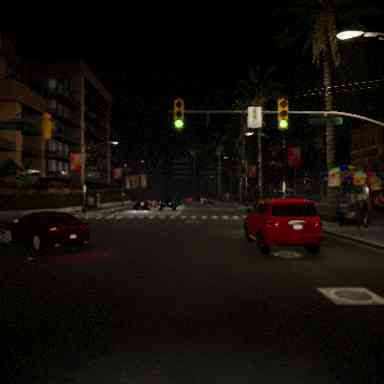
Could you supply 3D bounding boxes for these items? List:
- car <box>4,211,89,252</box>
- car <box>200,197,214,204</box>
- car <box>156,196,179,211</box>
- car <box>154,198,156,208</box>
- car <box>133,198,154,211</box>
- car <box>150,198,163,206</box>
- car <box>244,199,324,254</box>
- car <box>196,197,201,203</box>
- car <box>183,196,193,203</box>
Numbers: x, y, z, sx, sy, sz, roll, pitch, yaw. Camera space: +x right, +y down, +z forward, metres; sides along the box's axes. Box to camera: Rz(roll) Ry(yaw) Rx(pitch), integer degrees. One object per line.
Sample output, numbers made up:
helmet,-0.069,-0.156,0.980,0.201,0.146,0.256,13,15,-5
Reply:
car,-6.414,1.576,14.481,5.008,1.535,1.882,0,-1,42
car,3.551,2.052,72.862,1.895,1.301,4.718,0,0,-4
car,-3.389,1.522,46.974,2.150,2.045,5.566,0,0,0
car,-6.872,1.704,54.599,2.097,1.767,4.553,0,0,0
car,-6.891,1.863,46.225,1.994,1.385,4.181,0,0,0
car,-6.849,1.920,64.662,1.837,1.490,4.892,0,0,0
car,3.637,1.308,14.083,2.150,2.045,5.566,0,0,0
car,2.405,2.048,83.097,2.128,1.511,4.902,0,0,-12
car,-1.161,1.881,83.157,2.097,1.767,4.553,0,0,-12
